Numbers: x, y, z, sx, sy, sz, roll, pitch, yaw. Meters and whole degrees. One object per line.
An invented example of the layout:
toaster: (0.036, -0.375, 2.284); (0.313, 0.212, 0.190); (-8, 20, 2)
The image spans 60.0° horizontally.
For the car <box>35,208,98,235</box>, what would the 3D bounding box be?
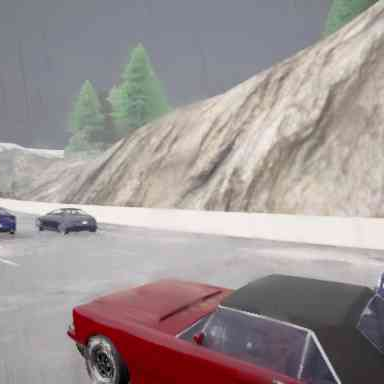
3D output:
car: (-7.222, 1.592, 19.016); (4.181, 1.385, 1.994); (0, 0, 41)

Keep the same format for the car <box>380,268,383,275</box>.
car: (5.149, 1.368, 4.710); (4.553, 1.767, 2.097); (0, 0, 35)

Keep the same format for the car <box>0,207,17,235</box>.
car: (-11.190, 1.498, 17.880); (5.008, 1.535, 1.882); (0, 0, 42)

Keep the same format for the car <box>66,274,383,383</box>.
car: (0.760, 1.609, 3.527); (4.718, 1.301, 1.895); (0, 0, 36)
